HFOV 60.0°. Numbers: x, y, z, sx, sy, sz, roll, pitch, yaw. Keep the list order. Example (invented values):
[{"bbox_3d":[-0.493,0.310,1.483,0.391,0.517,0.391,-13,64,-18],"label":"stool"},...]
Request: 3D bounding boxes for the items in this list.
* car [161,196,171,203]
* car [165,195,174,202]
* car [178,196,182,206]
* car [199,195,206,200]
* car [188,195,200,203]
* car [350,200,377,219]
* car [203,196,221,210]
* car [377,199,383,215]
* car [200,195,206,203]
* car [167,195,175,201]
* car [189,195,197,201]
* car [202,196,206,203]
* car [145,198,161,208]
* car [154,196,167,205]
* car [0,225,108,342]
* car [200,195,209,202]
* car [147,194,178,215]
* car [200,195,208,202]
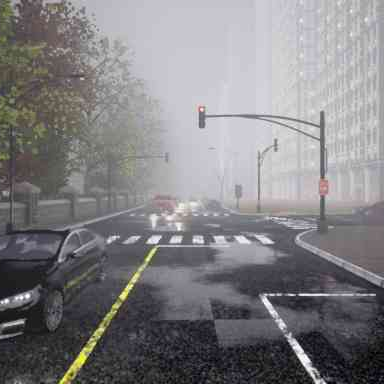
[{"bbox_3d":[-5.516,1.578,70.779,1.752,1.417,4.829,0,0,0],"label":"car"},{"bbox_3d":[-5.488,1.511,82.213,1.967,1.590,4.097,0,0,0],"label":"car"},{"bbox_3d":[-2.972,1.530,51.252,1.837,1.490,4.892,0,1,0],"label":"car"},{"bbox_3d":[2.918,1.642,93.457,2.008,1.369,4.403,0,0,0],"label":"car"},{"bbox_3d":[0.170,1.639,70.089,1.895,1.301,4.718,0,0,0],"label":"car"},{"bbox_3d":[14.871,1.263,25.948,4.674,1.442,1.812,-1,0,0],"label":"car"},{"bbox_3d":[2.795,1.587,42.766,1.947,1.339,4.313,0,0,0],"label":"car"},{"bbox_3d":[15.887,1.183,22.758,5.008,1.535,1.882,-1,0,0],"label":"car"},{"bbox_3d":[2.823,1.597,54.031,1.947,1.339,4.313,0,0,0],"label":"car"},{"bbox_3d":[-5.476,1.626,87.845,1.887,1.381,4.507,0,0,0],"label":"car"},{"bbox_3d":[0.195,1.442,80.059,1.837,1.490,4.892,0,0,0],"label":"car"},{"bbox_3d":[2.809,1.592,48.399,1.947,1.339,4.313,0,0,0],"label":"car"},{"bbox_3d":[-5.571,1.608,48.419,1.802,1.307,4.206,0,0,0],"label":"car"},{"bbox_3d":[-5.543,1.478,59.684,1.967,1.590,4.097,0,0,0],"label":"car"},{"bbox_3d":[-3.084,1.493,6.790,2.128,1.511,4.902,0,0,0],"label":"car"},{"bbox_3d":[2.878,1.502,76.561,1.967,1.590,4.097,0,0,0],"label":"car"},{"bbox_3d":[-3.014,1.236,35.099,2.150,2.045,5.566,0,0,0],"label":"car"},{"bbox_3d":[2.892,1.511,82.192,1.967,1.590,4.097,0,0,0],"label":"car"}]
